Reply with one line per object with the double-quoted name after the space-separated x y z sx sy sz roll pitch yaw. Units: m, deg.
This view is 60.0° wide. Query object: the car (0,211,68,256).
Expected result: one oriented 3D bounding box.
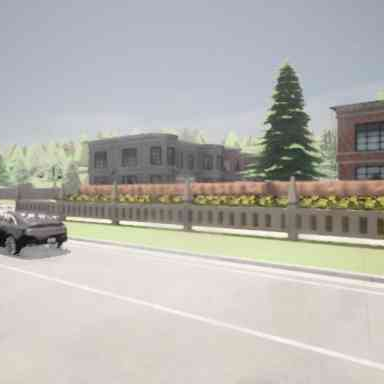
-6.908 1.492 13.148 4.902 1.511 2.128 0 0 36 "car"
